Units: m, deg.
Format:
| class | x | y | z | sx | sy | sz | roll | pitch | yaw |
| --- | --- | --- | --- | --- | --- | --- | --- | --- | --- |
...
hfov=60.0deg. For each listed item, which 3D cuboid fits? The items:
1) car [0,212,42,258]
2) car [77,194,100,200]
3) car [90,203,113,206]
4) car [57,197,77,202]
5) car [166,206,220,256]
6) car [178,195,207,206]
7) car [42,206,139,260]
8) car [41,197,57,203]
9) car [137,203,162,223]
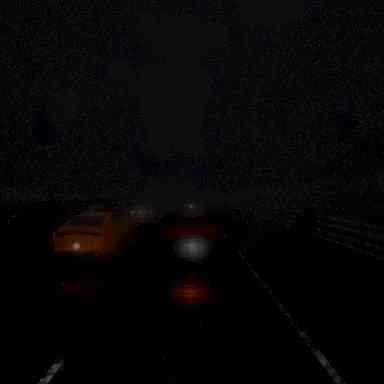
| class | x | y | z | sx | sy | sz | roll | pitch | yaw |
| --- | --- | --- | --- | --- | --- | --- | --- | --- | --- |
| car | -6.960 | 1.494 | 12.671 | 2.128 | 1.511 | 4.902 | 0 | 0 | 0 |
| car | -18.034 | 1.300 | 59.112 | 2.150 | 2.045 | 5.566 | 0 | 0 | -1 |
| car | -6.979 | 1.570 | 25.911 | 2.033 | 1.411 | 5.357 | 0 | 0 | 1 |
| car | -21.533 | 1.554 | 58.987 | 1.882 | 1.535 | 5.008 | 0 | 0 | -1 |
| car | 0.042 | 1.511 | 13.038 | 1.837 | 1.490 | 4.892 | 0 | 0 | 0 |
| car | 0.030 | 1.248 | 26.974 | 2.150 | 2.045 | 5.566 | 0 | 0 | 1 |
| car | -3.462 | 1.482 | 12.453 | 1.882 | 1.535 | 5.008 | 0 | 0 | 0 |
| car | -25.020 | 1.638 | 58.764 | 1.994 | 1.385 | 4.181 | 0 | 0 | -1 |
| car | -3.479 | 1.570 | 25.891 | 2.033 | 1.411 | 5.357 | 0 | 0 | 1 |
